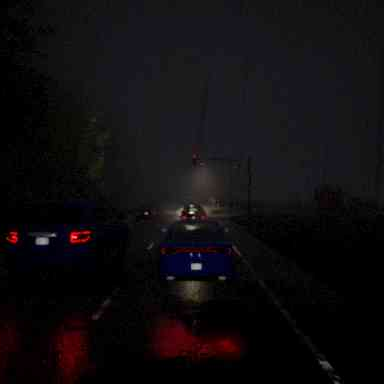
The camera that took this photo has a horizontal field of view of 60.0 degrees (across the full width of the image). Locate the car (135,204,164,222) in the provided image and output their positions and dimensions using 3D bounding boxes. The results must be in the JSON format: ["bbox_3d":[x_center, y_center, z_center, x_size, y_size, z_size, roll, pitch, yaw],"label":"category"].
[{"bbox_3d":[-3.398,1.651,27.178,2.033,1.411,5.357,0,0,0],"label":"car"}]

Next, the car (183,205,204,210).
[{"bbox_3d":[0.105,1.636,23.204,2.033,1.411,5.357,0,0,0],"label":"car"}]

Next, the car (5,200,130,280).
[{"bbox_3d":[-3.400,1.256,10.234,2.150,2.045,5.566,0,-1,0],"label":"car"}]

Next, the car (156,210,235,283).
[{"bbox_3d":[0.099,1.516,9.806,1.882,1.535,5.008,0,-1,0],"label":"car"}]
